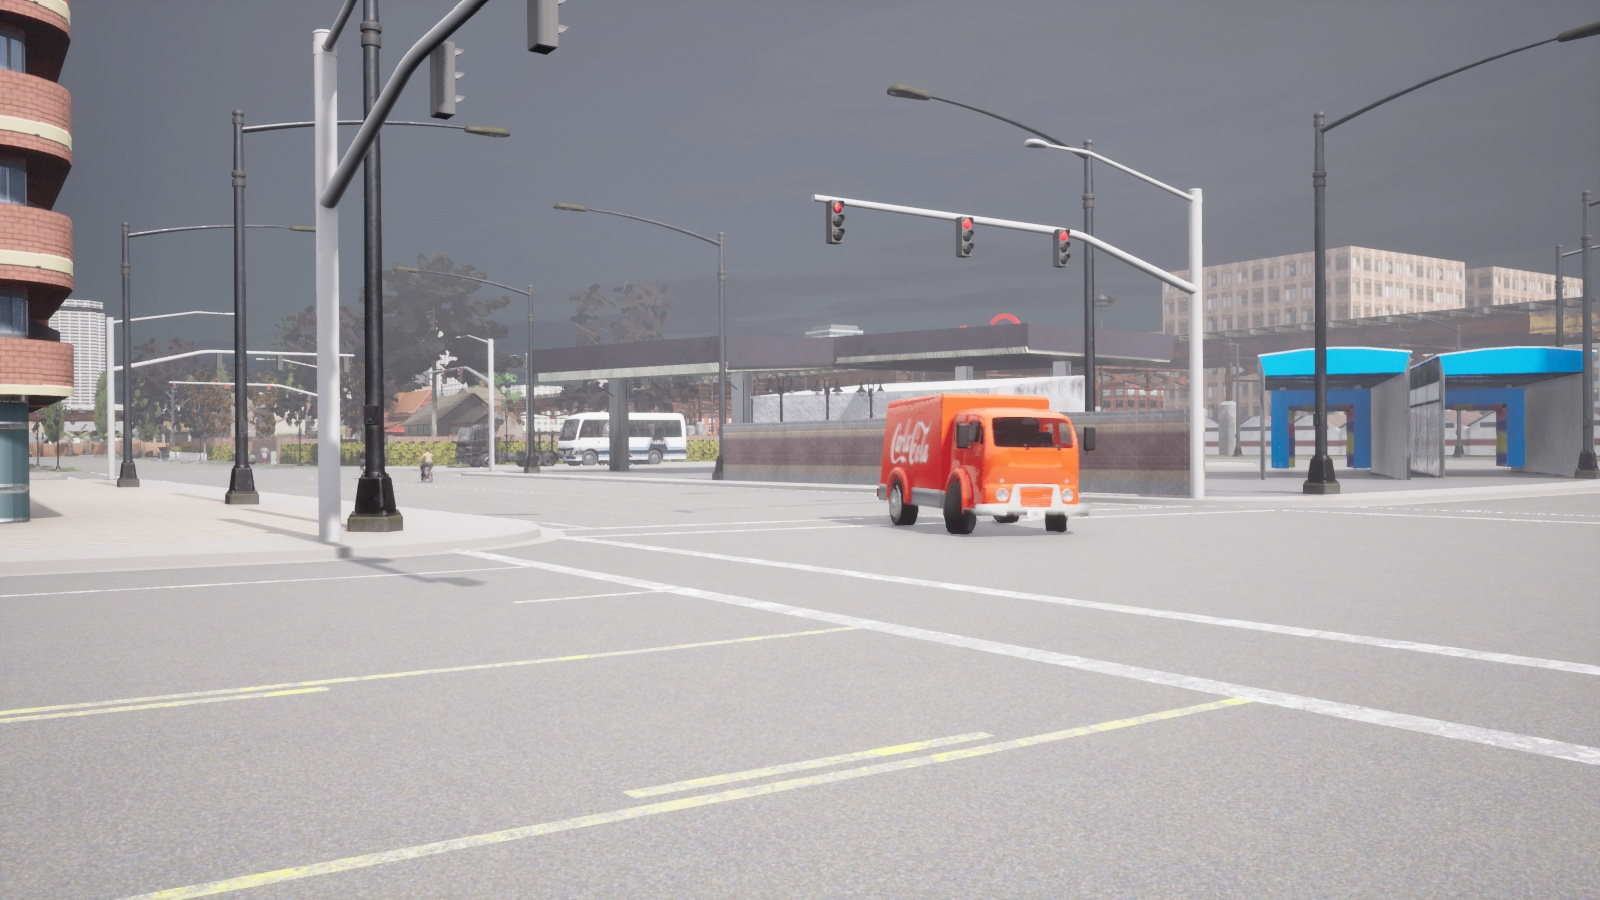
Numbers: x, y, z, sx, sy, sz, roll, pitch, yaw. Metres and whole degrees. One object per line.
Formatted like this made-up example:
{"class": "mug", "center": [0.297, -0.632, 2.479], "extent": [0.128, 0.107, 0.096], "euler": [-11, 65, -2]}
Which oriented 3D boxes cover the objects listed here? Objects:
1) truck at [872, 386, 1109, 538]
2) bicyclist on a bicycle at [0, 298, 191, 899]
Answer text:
{"class": "truck", "center": [3.300, 0.207, 23.210], "extent": [2.627, 2.467, 5.204], "euler": [1, 0, -12]}
{"class": "bicyclist on a bicycle", "center": [-2.100, 0.623, 2.117], "extent": [1.843, 1.776, 0.659], "euler": [0, 0, -36]}
